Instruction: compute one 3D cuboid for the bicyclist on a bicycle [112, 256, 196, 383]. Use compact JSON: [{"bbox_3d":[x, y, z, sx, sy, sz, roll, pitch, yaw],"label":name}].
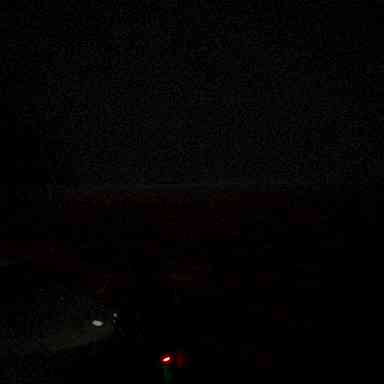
[{"bbox_3d":[-0.376,1.445,3.072,0.582,1.620,1.656,-1,0,-34],"label":"bicyclist on a bicycle"}]
